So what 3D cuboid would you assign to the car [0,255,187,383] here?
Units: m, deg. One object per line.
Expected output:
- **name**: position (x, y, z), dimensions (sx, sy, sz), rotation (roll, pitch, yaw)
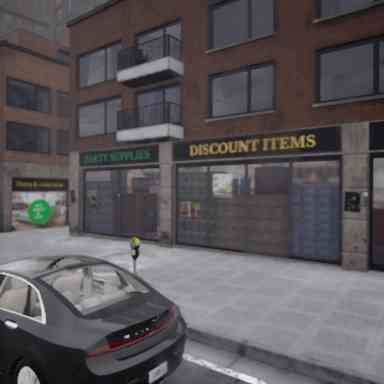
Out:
- **car**: position (-2.110, 1.567, 4.591), dimensions (4.403, 1.369, 2.008), rotation (0, 0, 36)
